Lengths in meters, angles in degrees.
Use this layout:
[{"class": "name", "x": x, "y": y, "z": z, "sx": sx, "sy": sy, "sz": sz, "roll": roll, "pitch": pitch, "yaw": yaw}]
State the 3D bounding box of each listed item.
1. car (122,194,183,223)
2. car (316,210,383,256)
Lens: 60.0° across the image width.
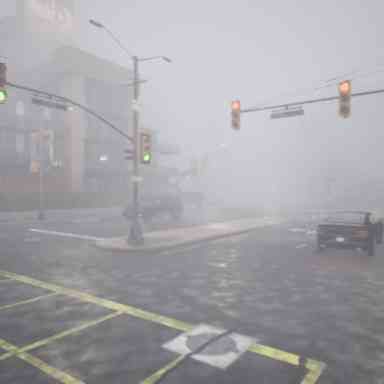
[{"class": "car", "x": -2.955, "y": 1.204, "z": 26.238, "sx": 2.150, "sy": 2.045, "sz": 5.566, "roll": 0, "pitch": 0, "yaw": 36}, {"class": "car", "x": 6.480, "y": 1.476, "z": 13.419, "sx": 1.882, "sy": 1.535, "sz": 5.008, "roll": 0, "pitch": 0, "yaw": 35}]
